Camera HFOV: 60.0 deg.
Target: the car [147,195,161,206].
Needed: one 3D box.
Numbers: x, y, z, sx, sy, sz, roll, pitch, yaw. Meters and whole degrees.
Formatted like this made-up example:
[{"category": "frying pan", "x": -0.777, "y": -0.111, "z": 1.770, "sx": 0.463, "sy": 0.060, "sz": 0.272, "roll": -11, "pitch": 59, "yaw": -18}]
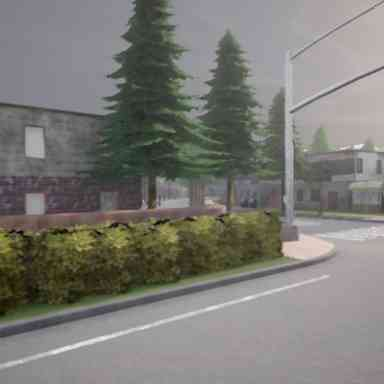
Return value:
[{"category": "car", "x": -5.874, "y": 1.191, "z": 50.951, "sx": 2.097, "sy": 1.767, "sz": 4.553, "roll": -1, "pitch": 1, "yaw": -8}]
